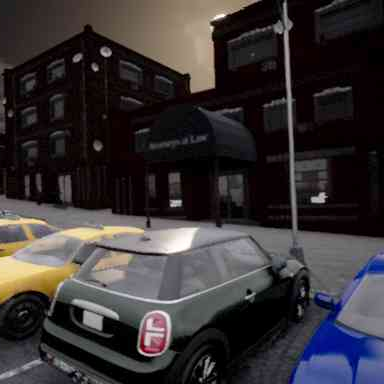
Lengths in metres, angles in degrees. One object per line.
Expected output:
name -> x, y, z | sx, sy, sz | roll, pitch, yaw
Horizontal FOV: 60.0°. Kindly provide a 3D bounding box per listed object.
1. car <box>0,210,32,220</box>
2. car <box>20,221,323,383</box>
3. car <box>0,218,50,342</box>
car -> -4.425, 1.356, 8.738 | 1.946, 1.575, 5.366 | 1, 1, 36
car -> 0.224, 1.332, 5.128 | 2.185, 1.767, 4.553 | 1, 1, 36
car -> -2.256, 1.407, 6.721 | 1.946, 1.575, 5.366 | 1, 1, 36
